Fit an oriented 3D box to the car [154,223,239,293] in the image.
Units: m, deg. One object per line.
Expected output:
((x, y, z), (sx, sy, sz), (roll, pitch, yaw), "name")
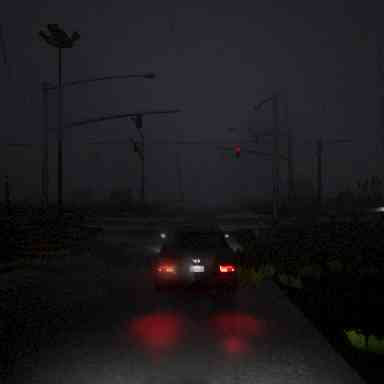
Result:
((0.090, 1.547, 8.996), (2.033, 1.411, 5.357), (0, 0, 0), "car")
